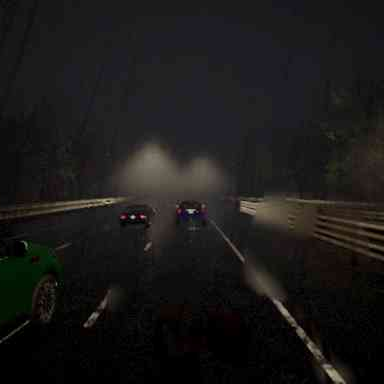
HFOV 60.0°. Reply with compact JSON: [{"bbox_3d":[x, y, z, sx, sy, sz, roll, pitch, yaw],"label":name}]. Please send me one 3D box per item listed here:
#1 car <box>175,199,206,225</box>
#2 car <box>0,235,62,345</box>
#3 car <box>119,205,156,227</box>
[{"bbox_3d":[-0.124,1.361,24.504,2.097,1.767,4.553,0,0,-1],"label":"car"},{"bbox_3d":[-3.413,1.222,3.663,2.150,2.045,5.566,0,0,0],"label":"car"},{"bbox_3d":[-3.584,1.556,22.504,2.033,1.411,5.357,0,0,-1],"label":"car"}]
